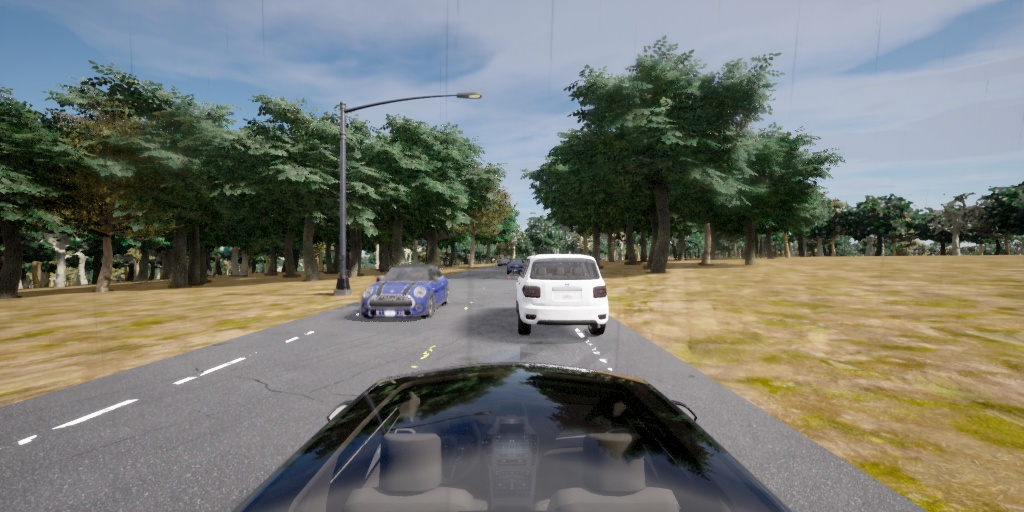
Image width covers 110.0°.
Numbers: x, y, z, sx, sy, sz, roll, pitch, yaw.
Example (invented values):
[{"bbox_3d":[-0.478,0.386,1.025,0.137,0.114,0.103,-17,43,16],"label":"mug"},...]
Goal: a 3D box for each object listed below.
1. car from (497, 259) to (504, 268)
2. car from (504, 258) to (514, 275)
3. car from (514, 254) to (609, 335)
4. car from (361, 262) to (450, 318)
[{"bbox_3d":[-1.139,1.128,57.812,2.033,1.411,5.357,0,0,8],"label":"car"},{"bbox_3d":[0.623,1.030,39.159,2.097,1.767,4.553,0,0,4],"label":"car"},{"bbox_3d":[1.226,0.972,10.648,2.150,2.045,5.566,0,0,0],"label":"car"},{"bbox_3d":[-3.592,1.100,12.816,2.097,1.767,4.553,0,0,0],"label":"car"}]
